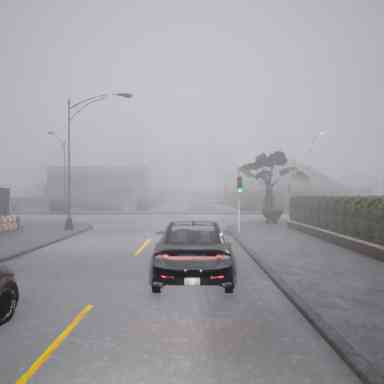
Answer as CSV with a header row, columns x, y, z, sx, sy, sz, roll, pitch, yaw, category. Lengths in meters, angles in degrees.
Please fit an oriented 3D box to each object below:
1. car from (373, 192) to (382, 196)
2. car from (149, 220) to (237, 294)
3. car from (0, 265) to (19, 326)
x,y,z,sx,sy,sz,roll,pitch,yaw,category
38.003,0.989,67.770,1.905,1.878,3.866,0,0,0,car
0.041,1.494,8.788,2.128,1.511,4.902,0,0,1,car
-4.089,1.565,4.257,1.994,1.385,4.181,0,0,0,car
